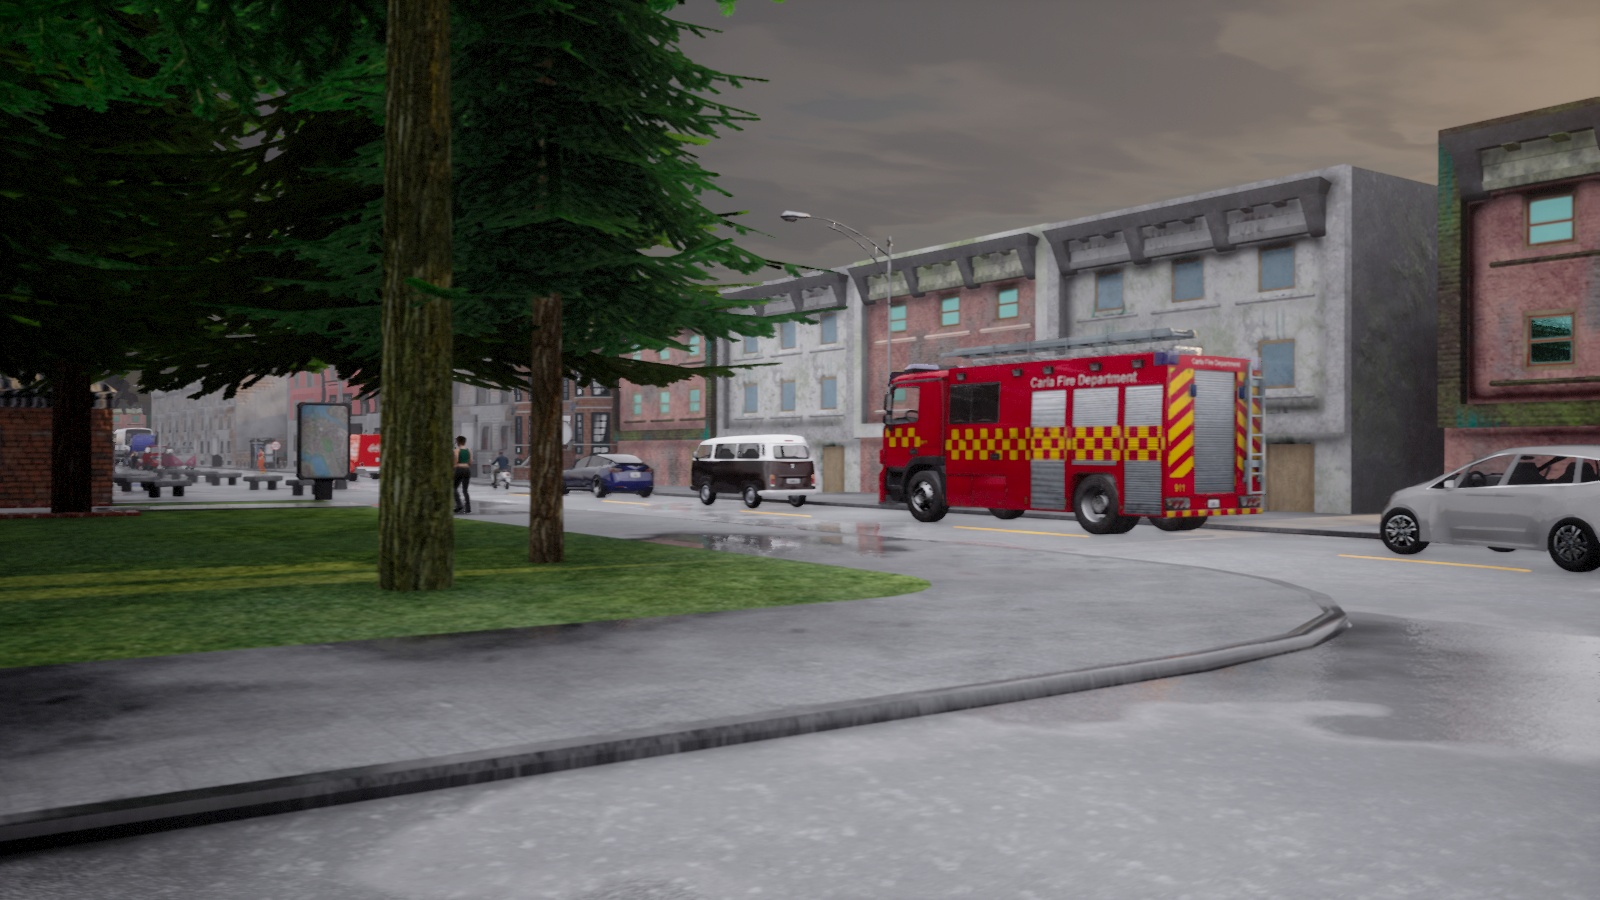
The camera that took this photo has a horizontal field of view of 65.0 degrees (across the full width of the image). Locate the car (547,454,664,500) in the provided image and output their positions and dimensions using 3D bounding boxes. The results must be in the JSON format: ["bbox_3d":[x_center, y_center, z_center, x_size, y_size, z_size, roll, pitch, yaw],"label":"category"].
[{"bbox_3d":[-6.836,0.898,43.794,2.163,1.488,4.792,0,0,-35],"label":"car"}]

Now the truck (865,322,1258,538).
[{"bbox_3d":[5.105,-0.334,26.509,2.891,3.827,8.468,0,0,-35],"label":"truck"}]

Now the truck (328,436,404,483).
[{"bbox_3d":[-23.580,0.504,68.098,2.627,2.467,5.204,0,0,-35],"label":"truck"}]

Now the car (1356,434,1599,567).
[{"bbox_3d":[10.519,0.643,17.905,2.242,1.667,4.611,0,0,-17],"label":"car"}]

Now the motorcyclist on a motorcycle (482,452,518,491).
[{"bbox_3d":[-12.410,0.884,51.903,0.866,1.590,1.817,0,-1,-35],"label":"motorcyclist on a motorcycle"}]

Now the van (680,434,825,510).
[{"bbox_3d":[-1.427,0.591,35.922,2.069,2.038,4.480,0,0,-34],"label":"van"}]

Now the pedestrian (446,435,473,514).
[{"bbox_3d":[-7.993,0.560,29.478,0.594,1.836,0.345,0,0,45],"label":"pedestrian"}]
